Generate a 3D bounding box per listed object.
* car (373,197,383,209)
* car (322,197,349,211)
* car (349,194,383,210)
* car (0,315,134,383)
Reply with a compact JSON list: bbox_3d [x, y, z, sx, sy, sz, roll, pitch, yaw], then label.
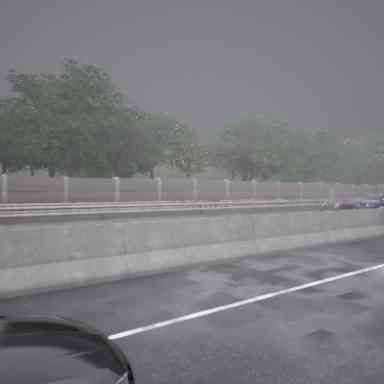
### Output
[{"bbox_3d":[18.938,1.502,30.338,5.008,1.535,1.882,0,0,-35],"label":"car"},{"bbox_3d":[16.575,1.378,37.227,4.553,1.767,2.097,0,0,-35],"label":"car"},{"bbox_3d":[19.311,1.254,34.866,5.566,2.045,2.150,1,0,-35],"label":"car"},{"bbox_3d":[-2.688,1.491,1.829,4.902,1.511,2.128,0,0,-36],"label":"car"}]
